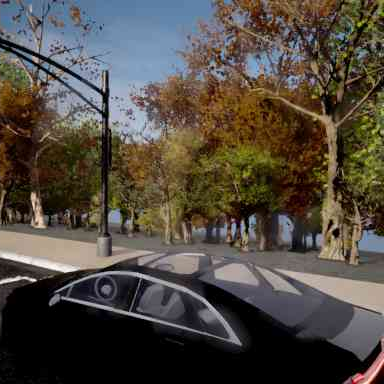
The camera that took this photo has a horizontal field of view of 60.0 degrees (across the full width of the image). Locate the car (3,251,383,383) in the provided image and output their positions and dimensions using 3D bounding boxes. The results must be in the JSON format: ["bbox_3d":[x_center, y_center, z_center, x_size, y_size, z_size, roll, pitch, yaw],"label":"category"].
[{"bbox_3d":[-0.395,1.491,3.974,4.902,1.511,2.128,0,0,36],"label":"car"}]
